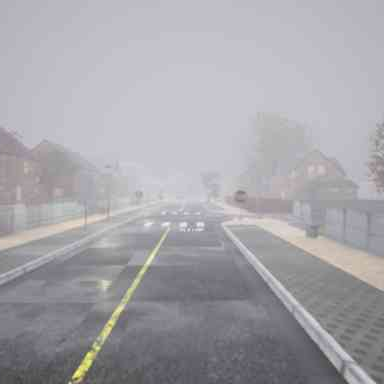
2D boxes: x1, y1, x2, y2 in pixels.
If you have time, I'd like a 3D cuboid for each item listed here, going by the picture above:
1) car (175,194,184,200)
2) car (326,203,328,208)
[{"bbox_3d":[-2.760,1.126,76.630,1.994,1.385,4.181,0,0,0],"label":"car"},{"bbox_3d":[11.525,1.682,27.376,4.674,1.442,1.812,1,-1,-1],"label":"car"}]
